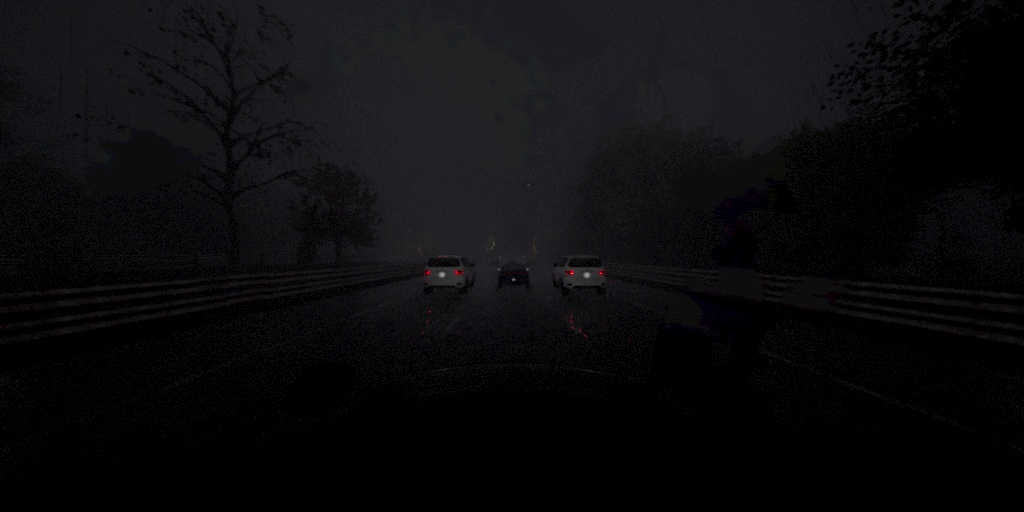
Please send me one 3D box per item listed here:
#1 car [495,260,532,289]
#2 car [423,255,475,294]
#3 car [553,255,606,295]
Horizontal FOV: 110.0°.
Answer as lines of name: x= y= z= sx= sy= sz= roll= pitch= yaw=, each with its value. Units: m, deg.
car: x=0.095 y=1.223 z=23.383 sx=1.882 sy=1.535 sz=5.008 roll=0 pitch=0 yaw=0
car: x=-3.403 y=0.968 z=20.127 sx=2.150 sy=2.045 sz=5.566 roll=0 pitch=0 yaw=0
car: x=3.598 y=0.969 z=19.893 sx=2.150 sy=2.045 sz=5.566 roll=0 pitch=0 yaw=0
